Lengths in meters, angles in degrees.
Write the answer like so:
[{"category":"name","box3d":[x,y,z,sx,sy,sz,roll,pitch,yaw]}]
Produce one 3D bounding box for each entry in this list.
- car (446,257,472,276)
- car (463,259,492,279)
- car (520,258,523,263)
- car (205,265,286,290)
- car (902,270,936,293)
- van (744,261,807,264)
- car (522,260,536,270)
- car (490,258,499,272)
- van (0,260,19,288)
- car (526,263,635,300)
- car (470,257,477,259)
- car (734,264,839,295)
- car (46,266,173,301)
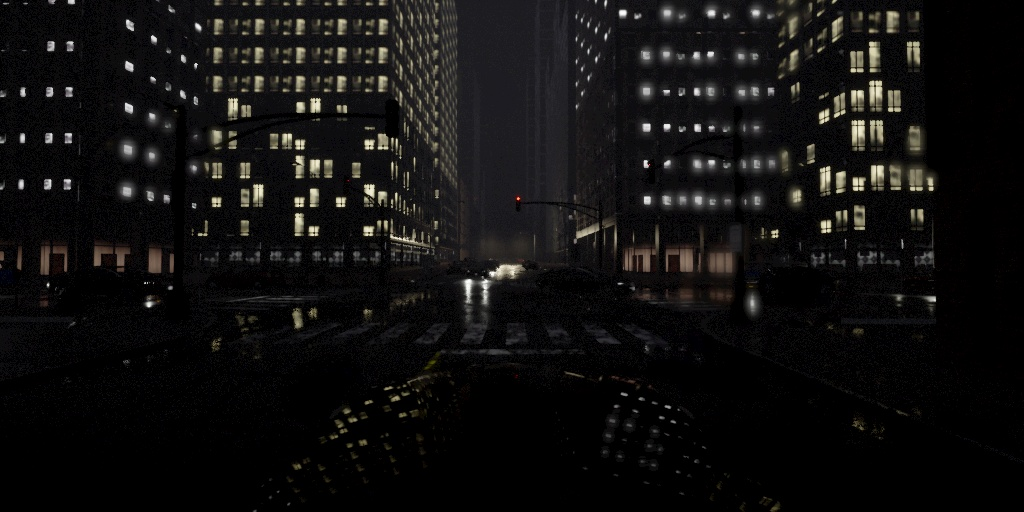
[{"category":"car","box3d":[-5.694,1.203,37.634,1.967,1.591,4.097,0,0,0]},{"category":"car","box3d":[-3.094,1.287,33.026,1.812,1.442,4.674,0,0,0]},{"category":"car","box3d":[2.686,1.298,60.172,1.751,1.417,4.829,0,0,0]},{"category":"car","box3d":[-16.495,1.255,22.196,4.097,1.591,1.967,0,0,0]},{"category":"car","box3d":[24.351,1.313,19.529,5.008,1.535,1.882,0,-1,0]},{"category":"van","box3d":[15.979,1.210,22.125,3.998,1.789,1.690,0,0,0]},{"category":"car","box3d":[2.686,1.350,48.847,1.802,1.307,4.207,0,0,0]},{"category":"car","box3d":[-3.103,1.332,47.230,1.994,1.385,4.181,0,0,0]},{"category":"van","box3d":[-33.440,1.132,22.232,3.998,1.789,1.690,0,0,0]},{"category":"car","box3d":[3.511,1.248,17.871,4.902,1.511,2.128,0,0,31]},{"category":"car","box3d":[-5.695,1.083,48.784,2.192,1.841,5.009,0,0,0]},{"category":"car","box3d":[14.872,1.321,19.553,4.892,1.490,1.837,0,-1,0]},{"category":"car","box3d":[-18.089,1.191,16.424,4.902,1.511,2.128,0,-1,0]}]
